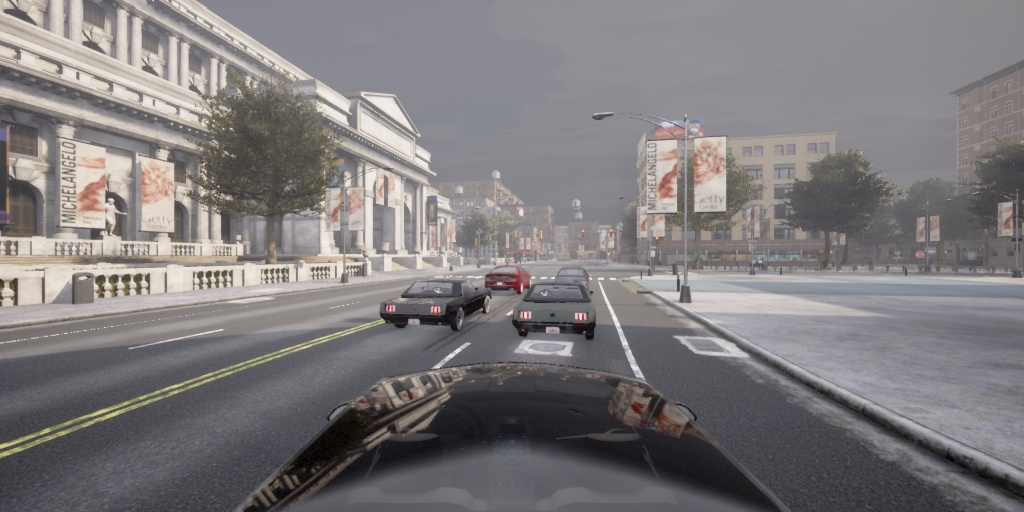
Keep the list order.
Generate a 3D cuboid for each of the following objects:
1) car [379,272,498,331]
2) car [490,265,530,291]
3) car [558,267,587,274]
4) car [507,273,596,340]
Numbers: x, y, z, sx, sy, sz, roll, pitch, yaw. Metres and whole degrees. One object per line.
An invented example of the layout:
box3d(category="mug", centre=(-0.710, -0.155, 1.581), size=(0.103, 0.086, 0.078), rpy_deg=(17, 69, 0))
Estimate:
box3d(category="car", centre=(-2.009, 1.351, 11.102), size=(1.895, 1.301, 4.718), rpy_deg=(0, 0, 11))
box3d(category="car", centre=(-0.114, 1.228, 20.251), size=(1.882, 1.535, 5.008), rpy_deg=(0, 0, 12))
box3d(category="car", centre=(3.279, 1.297, 19.436), size=(2.033, 1.411, 5.357), rpy_deg=(0, 0, 12))
box3d(category="car", centre=(1.335, 1.351, 10.088), size=(1.895, 1.301, 4.718), rpy_deg=(0, 0, 11))
